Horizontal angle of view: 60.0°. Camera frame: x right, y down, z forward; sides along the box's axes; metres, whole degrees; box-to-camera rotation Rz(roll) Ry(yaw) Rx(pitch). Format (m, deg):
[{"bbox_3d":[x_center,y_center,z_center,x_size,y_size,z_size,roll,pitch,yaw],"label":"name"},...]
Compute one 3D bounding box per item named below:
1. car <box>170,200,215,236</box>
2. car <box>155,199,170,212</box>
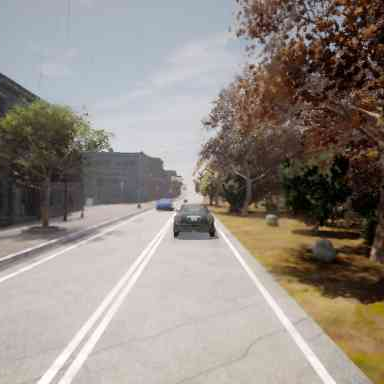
[{"bbox_3d":[0.098,1.356,18.460,2.097,1.767,4.553,0,0,0],"label":"car"},{"bbox_3d":[-3.324,1.557,40.589,1.882,1.535,5.008,0,0,0],"label":"car"}]
